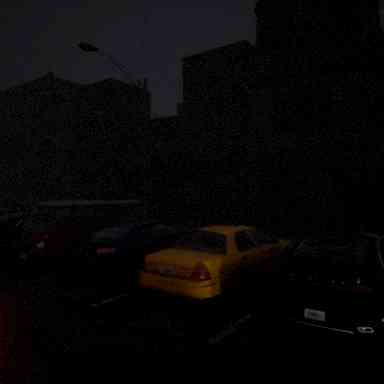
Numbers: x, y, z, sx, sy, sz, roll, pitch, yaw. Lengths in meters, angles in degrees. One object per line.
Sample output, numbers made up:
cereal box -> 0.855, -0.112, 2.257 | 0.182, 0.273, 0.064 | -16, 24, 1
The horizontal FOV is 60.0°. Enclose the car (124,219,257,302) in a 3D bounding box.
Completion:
car -> 1.012, 1.476, 8.460 | 1.946, 1.575, 5.366 | 0, 0, 35

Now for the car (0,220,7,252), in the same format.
car -> -7.041, 1.494, 8.400 | 4.902, 1.511, 2.128 | 0, 0, 35

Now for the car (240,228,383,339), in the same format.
car -> 3.145, 1.480, 6.704 | 2.231, 1.521, 4.892 | 0, 0, 35

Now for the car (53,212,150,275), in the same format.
car -> -1.343, 1.519, 9.909 | 2.002, 1.452, 4.674 | 0, 0, 35

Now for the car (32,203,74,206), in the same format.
car -> -8.078, 1.489, 14.708 | 2.231, 1.521, 4.892 | 0, 0, 35

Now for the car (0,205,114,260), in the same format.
car -> -5.834, 1.485, 13.108 | 2.231, 1.521, 4.892 | 0, 0, 35
